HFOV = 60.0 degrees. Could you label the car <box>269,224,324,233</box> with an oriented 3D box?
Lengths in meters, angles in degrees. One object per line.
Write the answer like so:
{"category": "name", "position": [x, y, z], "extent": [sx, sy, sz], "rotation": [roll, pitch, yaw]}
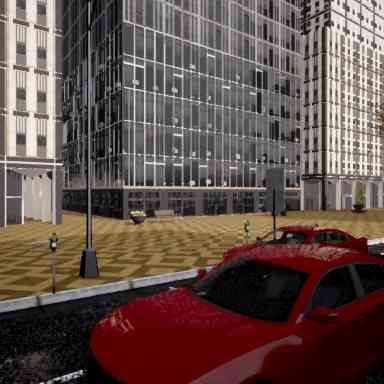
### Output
{"category": "car", "position": [2.751, 1.545, 8.528], "extent": [4.507, 1.381, 1.887], "rotation": [0, 0, -36]}

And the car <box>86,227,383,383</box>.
{"category": "car", "position": [1.234, 1.478, 4.260], "extent": [5.008, 1.535, 1.882], "rotation": [0, 0, -36]}
